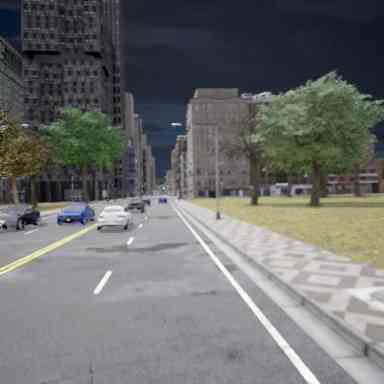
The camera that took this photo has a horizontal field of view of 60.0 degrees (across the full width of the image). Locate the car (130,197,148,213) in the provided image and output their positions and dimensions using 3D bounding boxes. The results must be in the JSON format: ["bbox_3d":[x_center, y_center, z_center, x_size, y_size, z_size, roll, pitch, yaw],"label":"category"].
[{"bbox_3d":[-6.588,1.653,39.819,1.837,1.490,4.892,-1,0,-5],"label":"car"}]

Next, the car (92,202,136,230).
[{"bbox_3d":[-4.993,1.628,21.884,1.812,1.442,4.674,-1,0,-5],"label":"car"}]

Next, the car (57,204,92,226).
[{"bbox_3d":[-8.775,1.658,25.499,1.882,1.535,5.008,-1,0,-5],"label":"car"}]

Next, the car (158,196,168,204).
[{"bbox_3d":[-6.209,1.668,71.134,1.882,1.535,5.008,-1,0,-5],"label":"car"}]

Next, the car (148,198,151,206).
[{"bbox_3d":[-8.265,1.684,58.692,1.882,1.535,5.008,-1,0,-5],"label":"car"}]

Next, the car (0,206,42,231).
[{"bbox_3d":[-11.760,1.730,22.384,2.128,1.511,4.902,-1,0,-5],"label":"car"}]
